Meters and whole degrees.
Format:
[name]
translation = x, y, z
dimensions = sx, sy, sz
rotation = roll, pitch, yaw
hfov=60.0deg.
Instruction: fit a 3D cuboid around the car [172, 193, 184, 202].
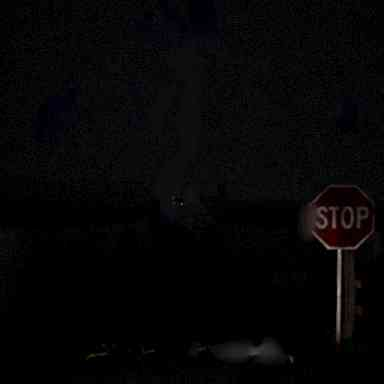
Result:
[car]
translation = -2.731, 1.087, 65.438
dimensions = 2.097, 1.767, 4.553
rotation = 0, 0, 0
